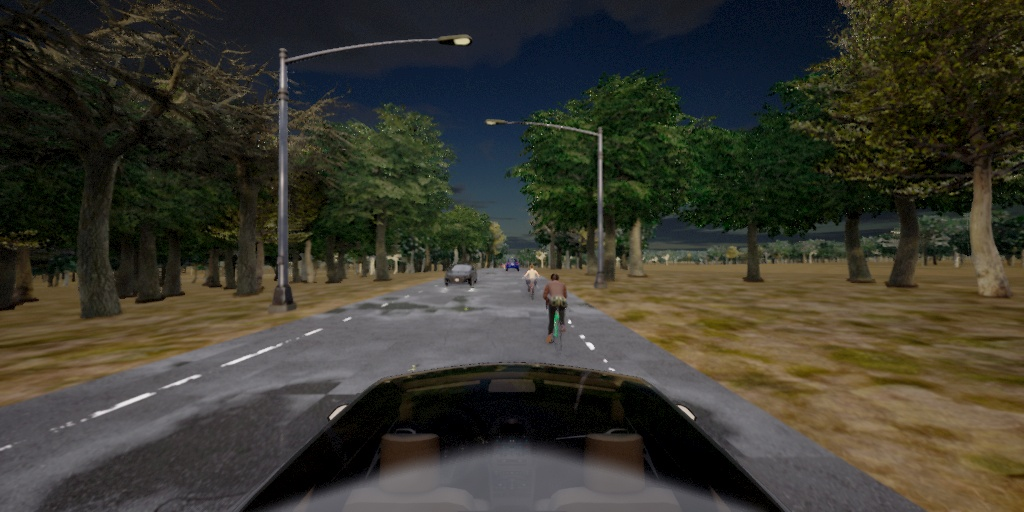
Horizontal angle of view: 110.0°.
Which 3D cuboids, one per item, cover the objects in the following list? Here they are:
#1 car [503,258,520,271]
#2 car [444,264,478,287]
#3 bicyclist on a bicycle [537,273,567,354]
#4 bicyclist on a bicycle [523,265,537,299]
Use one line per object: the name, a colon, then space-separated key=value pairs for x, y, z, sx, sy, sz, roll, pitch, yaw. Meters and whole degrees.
car: x=0.102 y=1.427 z=59.335 sx=2.150 sy=2.045 sz=5.566 roll=0 pitch=-1 yaw=0
car: x=-3.600 y=1.310 z=25.928 sx=1.882 sy=1.535 sz=5.008 roll=0 pitch=0 yaw=0
bicyclist on a bicycle: x=0.962 y=1.211 z=7.889 sx=0.582 sy=1.620 sz=1.656 roll=0 pitch=-1 yaw=0
bicyclist on a bicycle: x=0.948 y=1.220 z=17.162 sx=0.866 sy=1.612 sz=1.509 roll=0 pitch=0 yaw=0
